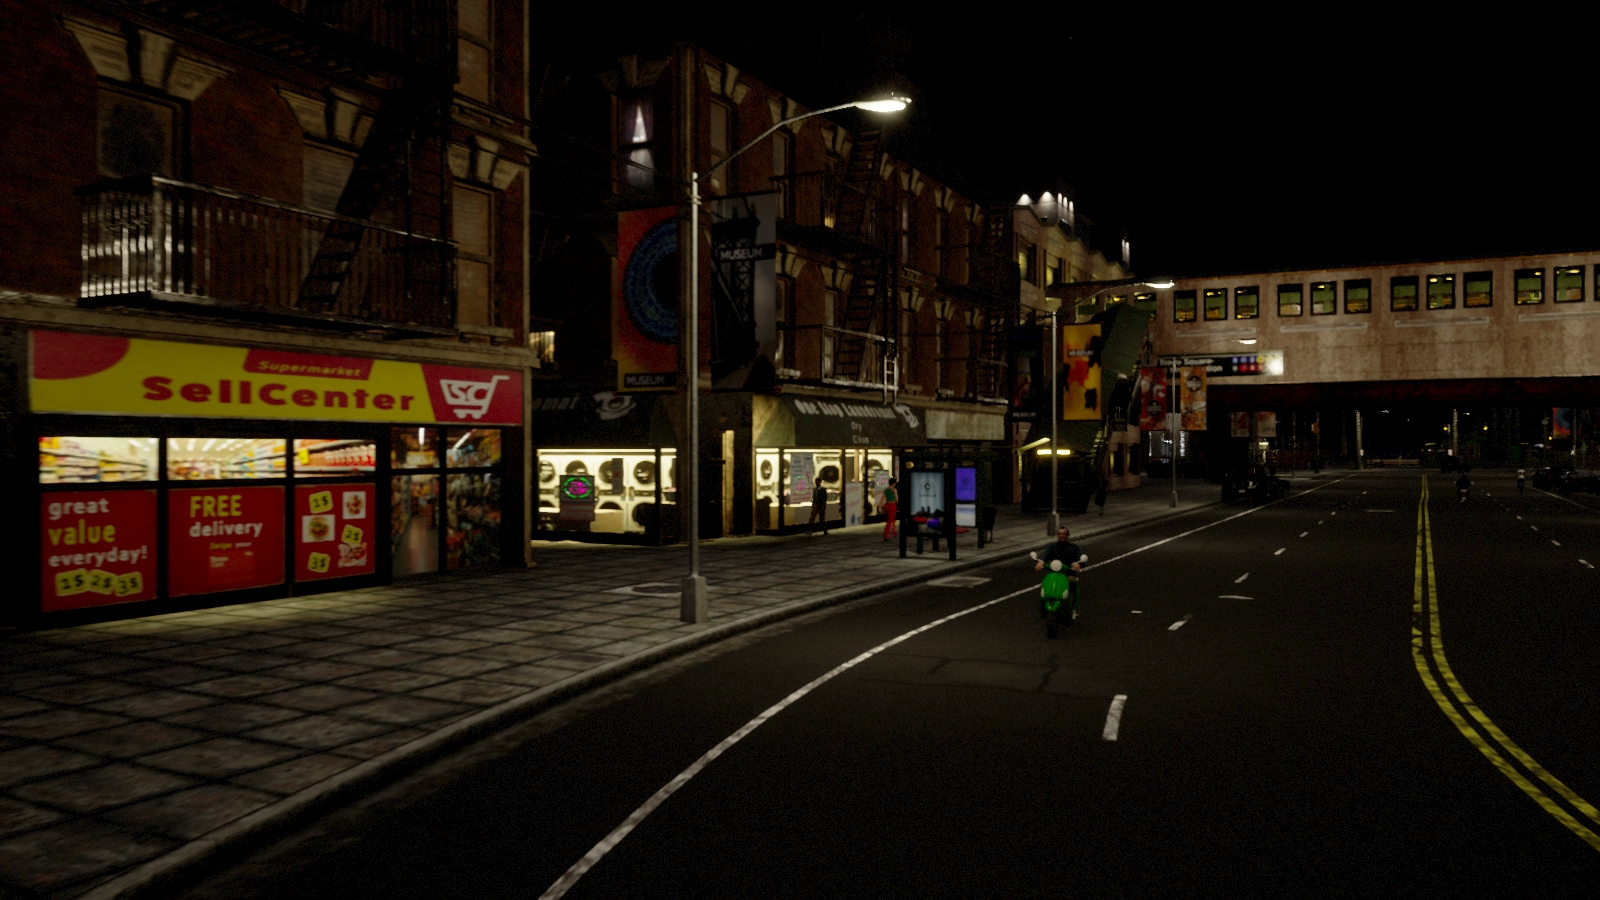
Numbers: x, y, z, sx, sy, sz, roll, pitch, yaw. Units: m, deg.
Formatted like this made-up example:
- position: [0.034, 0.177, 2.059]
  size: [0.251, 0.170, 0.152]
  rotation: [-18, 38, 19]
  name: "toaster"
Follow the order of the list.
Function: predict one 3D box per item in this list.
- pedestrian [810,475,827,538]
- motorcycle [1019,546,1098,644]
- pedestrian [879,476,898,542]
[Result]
- position: [0.558, 1.697, 34.336]
  size: [0.375, 1.860, 0.375]
  rotation: [0, 0, 40]
  name: "pedestrian"
- position: [3.997, 2.183, 17.547]
  size: [0.856, 1.236, 1.805]
  rotation: [1, 0, 23]
  name: "motorcycle"
- position: [2.544, 1.697, 32.893]
  size: [0.375, 1.860, 0.375]
  rotation: [0, 0, -44]
  name: "pedestrian"
